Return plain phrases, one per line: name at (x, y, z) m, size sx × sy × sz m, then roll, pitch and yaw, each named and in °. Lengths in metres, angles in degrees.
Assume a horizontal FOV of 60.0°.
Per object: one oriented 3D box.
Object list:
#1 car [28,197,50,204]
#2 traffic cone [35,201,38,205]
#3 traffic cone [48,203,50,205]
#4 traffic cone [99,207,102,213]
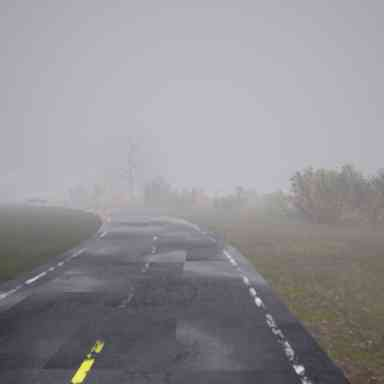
car at (-29.021, 1.609, 62.949) m, size 4.718 × 1.301 × 1.895 m, roll 0°, pitch -1°, yaw 36°
traffic cone at (-27.800, 1.948, 59.483) m, size 0.340 × 0.580 × 0.340 m, roll 0°, pitch -1°, yaw 39°
traffic cone at (-24.192, 1.968, 56.291) m, size 0.340 × 0.580 × 0.340 m, roll 0°, pitch -1°, yaw 44°
traffic cone at (-10.158, 2.015, 36.874) m, size 0.340 × 0.580 × 0.340 m, roll 0°, pitch 0°, yaw -25°
